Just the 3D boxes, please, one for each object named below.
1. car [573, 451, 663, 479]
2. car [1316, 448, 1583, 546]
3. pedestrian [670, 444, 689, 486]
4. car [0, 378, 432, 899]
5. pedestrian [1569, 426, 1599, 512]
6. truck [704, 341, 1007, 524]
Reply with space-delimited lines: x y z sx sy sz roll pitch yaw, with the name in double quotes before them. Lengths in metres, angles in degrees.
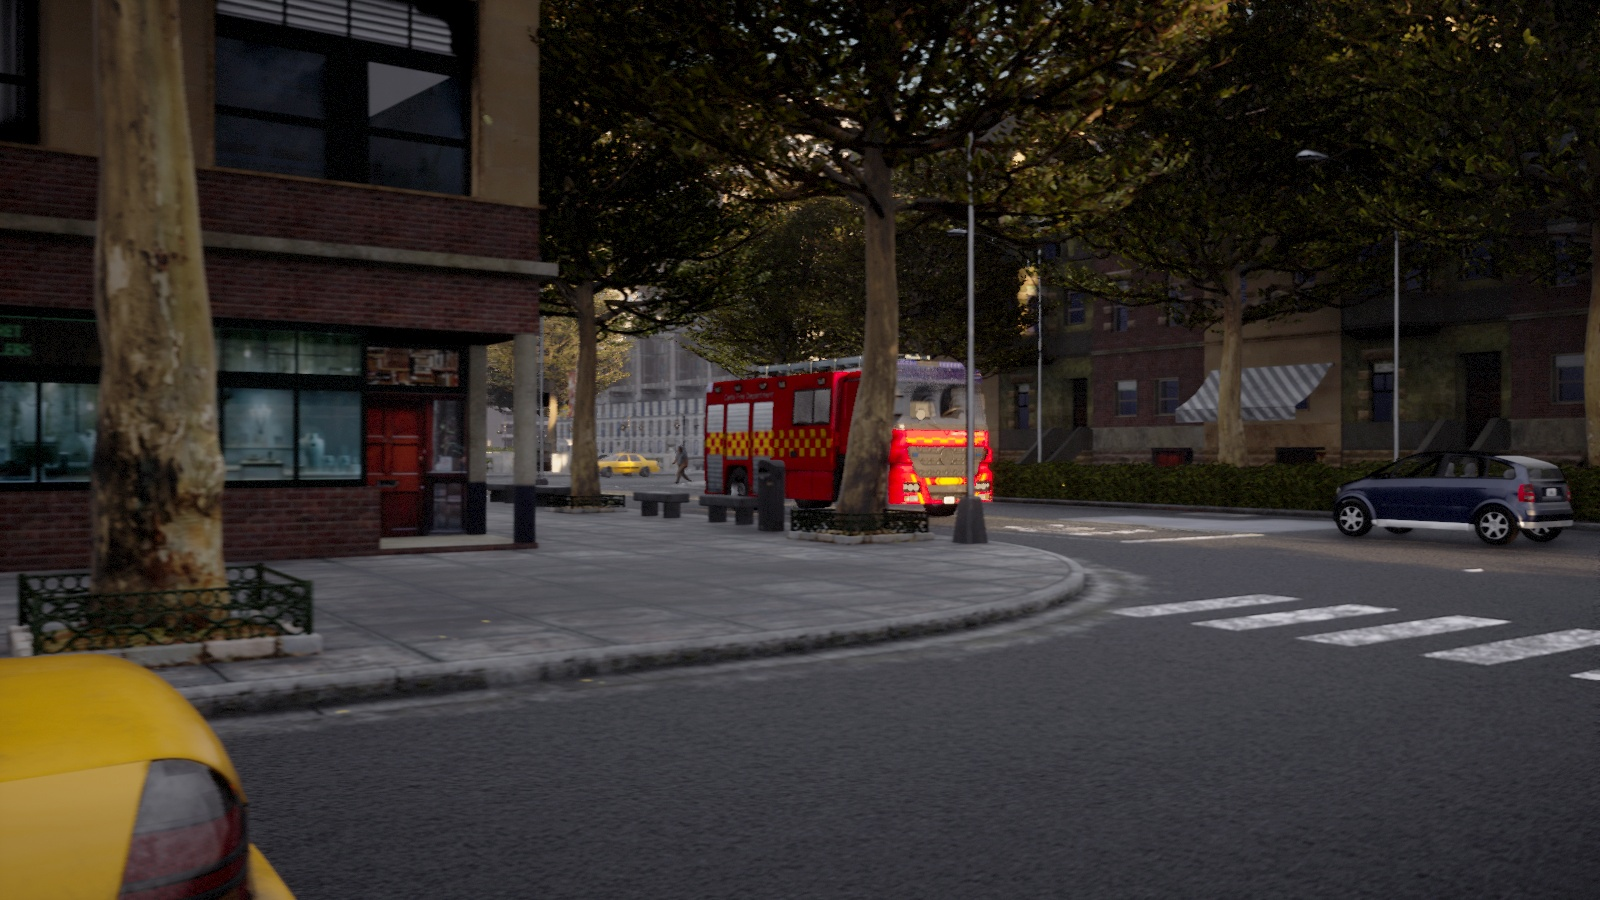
"car" -10.700 0.874 74.291 1.801 1.575 5.366 0 0 41
"car" 11.189 0.744 21.845 1.789 1.549 3.705 0 0 -34
"pedestrian" -5.467 0.677 56.998 0.694 1.848 0.540 0 0 -34
"car" -3.340 0.694 1.334 5.366 1.575 1.801 0 0 -35
"pedestrian" 17.934 0.420 28.524 0.396 1.930 0.692 0 0 -22
"truck" 1.032 -0.355 30.627 2.891 3.827 8.468 0 0 -34
